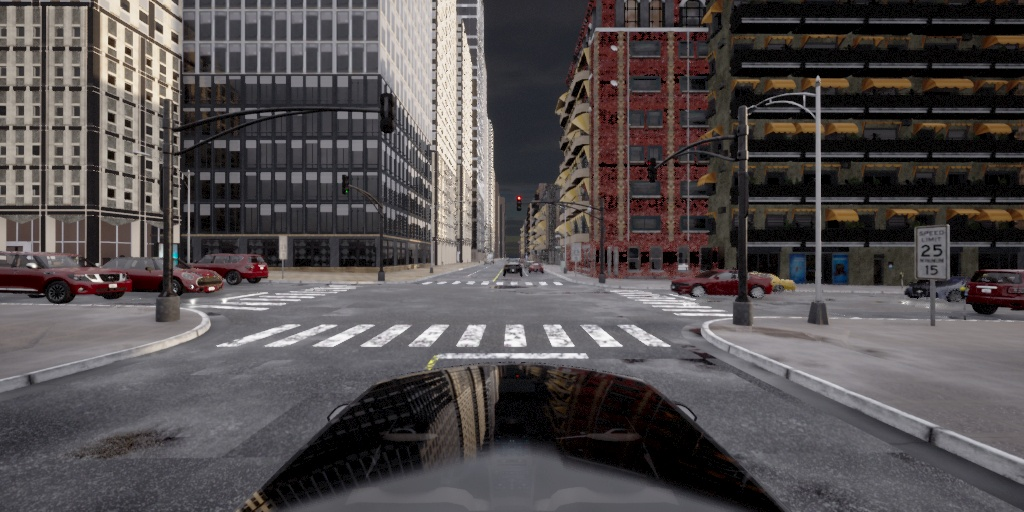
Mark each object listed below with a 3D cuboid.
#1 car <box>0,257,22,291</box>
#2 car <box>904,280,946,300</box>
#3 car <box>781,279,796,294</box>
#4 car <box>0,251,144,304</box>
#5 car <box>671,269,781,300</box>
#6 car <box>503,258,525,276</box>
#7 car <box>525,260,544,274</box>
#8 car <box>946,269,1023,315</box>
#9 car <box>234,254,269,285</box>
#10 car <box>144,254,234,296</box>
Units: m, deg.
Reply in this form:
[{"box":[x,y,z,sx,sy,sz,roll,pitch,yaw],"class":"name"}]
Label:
[{"box":[-25.708,0.774,16.011,5.008,1.535,1.882,1,0,-1],"class":"car"},{"box":[24.220,1.790,19.568,4.181,1.385,1.994,1,0,0],"class":"car"},{"box":[14.660,1.587,22.090,4.829,1.417,1.751,0,0,0],"class":"car"},{"box":[-17.558,0.757,13.477,5.009,1.841,2.192,0,0,0],"class":"car"},{"box":[11.296,1.468,19.500,5.008,1.535,1.882,1,0,0],"class":"car"},{"box":[0.113,1.235,37.892,1.882,1.535,5.008,0,0,0],"class":"car"},{"box":[2.800,1.341,41.805,1.802,1.307,4.207,0,0,0],"class":"car"},{"box":[20.616,1.461,13.785,5.009,1.841,2.192,0,0,0],"class":"car"},{"box":[-17.680,0.776,21.856,5.009,1.841,2.192,0,0,0],"class":"car"},{"box":[-15.722,0.835,16.082,4.553,1.767,2.097,1,0,0],"class":"car"}]
